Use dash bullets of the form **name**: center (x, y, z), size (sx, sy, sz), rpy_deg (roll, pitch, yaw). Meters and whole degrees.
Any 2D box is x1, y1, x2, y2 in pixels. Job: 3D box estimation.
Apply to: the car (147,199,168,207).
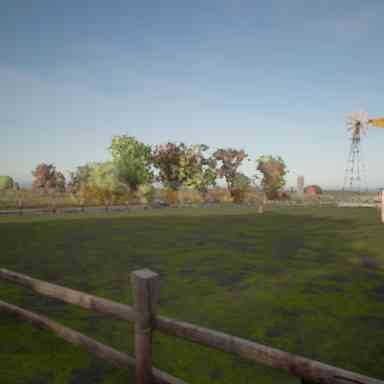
- **car**: center (-6.207, 2.034, 59.821), size (1.994, 1.385, 4.181), rpy_deg (1, 0, 36)
